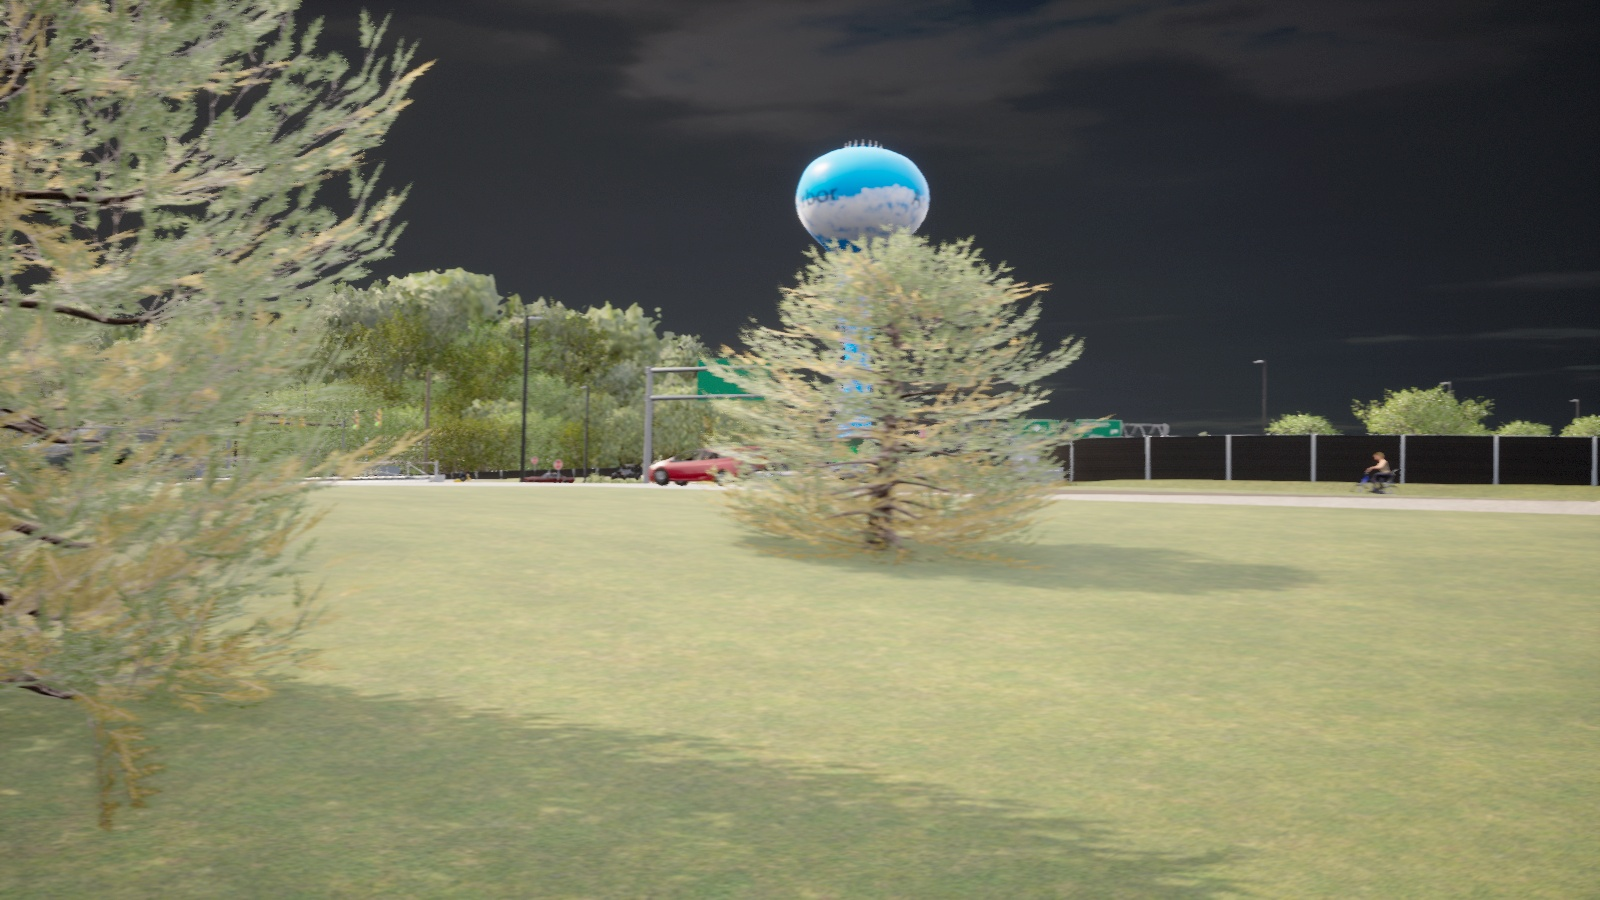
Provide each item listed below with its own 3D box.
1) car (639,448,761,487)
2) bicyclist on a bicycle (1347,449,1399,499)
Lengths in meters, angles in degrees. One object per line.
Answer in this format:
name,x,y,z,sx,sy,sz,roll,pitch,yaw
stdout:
car,-4.046,0.718,51.060,4.514,1.525,2.007,0,-2,23
bicyclist on a bicycle,18.835,0.793,41.339,1.509,1.612,0.866,1,-2,23
